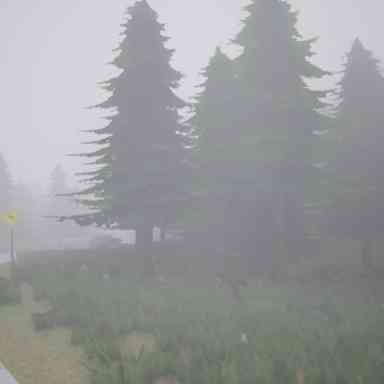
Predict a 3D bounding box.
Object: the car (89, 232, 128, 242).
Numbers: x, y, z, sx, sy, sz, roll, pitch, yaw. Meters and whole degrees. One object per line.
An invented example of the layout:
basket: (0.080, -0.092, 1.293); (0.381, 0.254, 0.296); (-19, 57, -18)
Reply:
car: (-9.453, 5.454, 36.854); (2.128, 1.511, 4.902); (-2, -7, 15)

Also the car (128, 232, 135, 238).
car: (-11.070, 8.045, 59.026); (2.150, 2.045, 5.566); (-1, -7, -9)
